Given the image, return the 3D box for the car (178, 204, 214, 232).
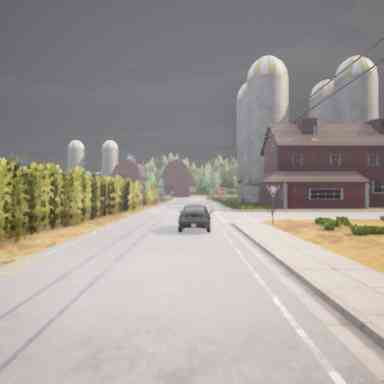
[{"bbox_3d":[0.219,1.511,19.930,1.837,1.490,4.892,0,0,3],"label":"car"}]
